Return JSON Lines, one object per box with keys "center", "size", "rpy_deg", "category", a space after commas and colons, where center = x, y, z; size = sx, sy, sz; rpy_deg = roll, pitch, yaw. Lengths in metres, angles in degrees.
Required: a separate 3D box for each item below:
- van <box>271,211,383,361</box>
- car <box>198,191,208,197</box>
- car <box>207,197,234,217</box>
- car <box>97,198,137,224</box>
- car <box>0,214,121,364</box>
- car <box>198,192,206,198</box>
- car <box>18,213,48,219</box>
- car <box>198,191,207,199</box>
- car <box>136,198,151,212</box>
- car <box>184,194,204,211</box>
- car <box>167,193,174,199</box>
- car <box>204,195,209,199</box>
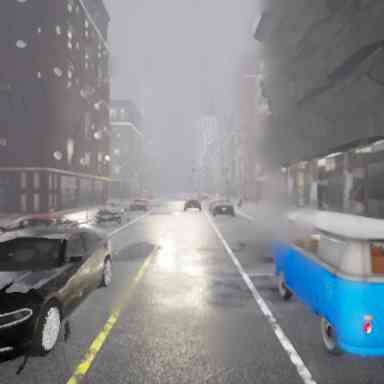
{"center": [2.575, 1.297, 5.705], "size": [1.690, 1.788, 3.998], "rpy_deg": [1, 0, 0], "category": "van"}
{"center": [2.688, 1.027, 72.115], "size": [1.887, 1.381, 4.507], "rpy_deg": [1, 0, 0], "category": "car"}
{"center": [2.568, 1.353, 28.390], "size": [1.947, 1.339, 4.313], "rpy_deg": [1, 0, 0], "category": "car"}
{"center": [-5.278, 1.380, 22.689], "size": [2.008, 1.369, 4.403], "rpy_deg": [1, 0, 0], "category": "car"}
{"center": [-2.851, 1.430, 6.168], "size": [1.882, 1.535, 5.008], "rpy_deg": [0, 0, 0], "category": "car"}
{"center": [2.556, 0.812, 89.183], "size": [1.967, 1.590, 4.097], "rpy_deg": [1, 0, 0], "category": "car"}
{"center": [-5.276, 1.458, 11.347], "size": [1.887, 1.381, 4.507], "rpy_deg": [1, 0, 0], "category": "car"}
{"center": [2.591, 0.733, 82.059], "size": [2.192, 1.841, 5.009], "rpy_deg": [1, 0, 0], "category": "car"}
{"center": [-5.281, 1.291, 34.030], "size": [1.887, 1.381, 4.507], "rpy_deg": [1, 0, 0], "category": "car"}
{"center": [0.090, 1.255, 36.472], "size": [1.812, 1.442, 4.674], "rpy_deg": [0, 0, 0], "category": "car"}
{"center": [-5.341, 0.959, 83.482], "size": [2.008, 1.369, 4.403], "rpy_deg": [1, 0, 0], "category": "car"}
{"center": [2.567, 1.290, 34.060], "size": [1.887, 1.381, 4.507], "rpy_deg": [1, 0, 0], "category": "car"}
